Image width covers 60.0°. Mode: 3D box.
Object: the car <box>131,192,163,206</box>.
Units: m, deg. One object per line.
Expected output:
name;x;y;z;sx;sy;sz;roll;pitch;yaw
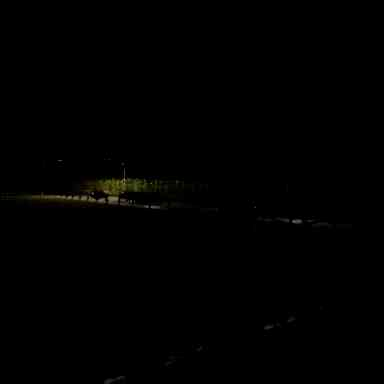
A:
car;-5.441;0.881;41.438;1.812;1.442;4.674;0;1;-36

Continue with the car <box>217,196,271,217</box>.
car;4.272;1.259;27.790;1.895;1.301;4.718;0;1;-35

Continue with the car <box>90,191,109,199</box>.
car;-15.583;0.584;55.809;1.837;1.490;4.892;0;1;-35

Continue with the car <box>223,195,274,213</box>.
car;5.433;1.096;32.463;1.882;1.535;5.008;0;1;-35

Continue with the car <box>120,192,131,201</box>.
car;-10.409;0.654;54.642;1.812;1.442;4.674;0;1;-35
